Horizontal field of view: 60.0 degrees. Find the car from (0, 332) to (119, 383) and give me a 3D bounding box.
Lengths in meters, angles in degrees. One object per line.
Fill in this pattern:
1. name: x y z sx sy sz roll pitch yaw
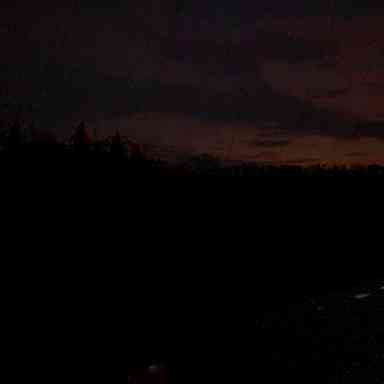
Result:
1. car: -2.767 1.541 1.096 5.357 1.411 2.033 0 0 -36
